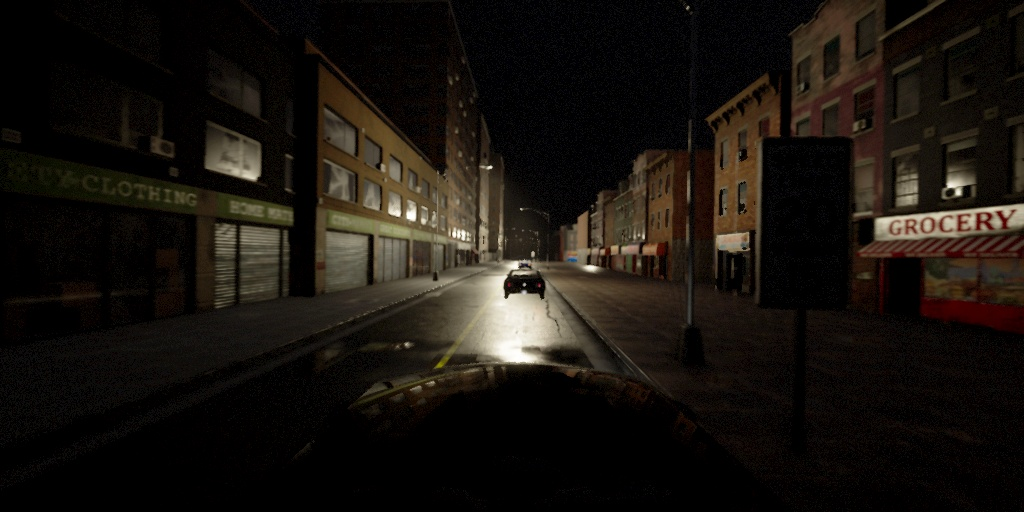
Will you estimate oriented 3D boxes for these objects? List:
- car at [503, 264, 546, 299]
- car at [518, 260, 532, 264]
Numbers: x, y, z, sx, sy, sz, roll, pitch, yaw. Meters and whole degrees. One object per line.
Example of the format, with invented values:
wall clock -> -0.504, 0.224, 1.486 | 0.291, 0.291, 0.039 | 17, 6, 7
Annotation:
car -> 0.616, 1.283, 17.789 | 1.895, 1.301, 4.718 | 1, 0, 2
car -> 1.725, 1.170, 48.780 | 1.895, 1.301, 4.718 | 1, 0, 2
